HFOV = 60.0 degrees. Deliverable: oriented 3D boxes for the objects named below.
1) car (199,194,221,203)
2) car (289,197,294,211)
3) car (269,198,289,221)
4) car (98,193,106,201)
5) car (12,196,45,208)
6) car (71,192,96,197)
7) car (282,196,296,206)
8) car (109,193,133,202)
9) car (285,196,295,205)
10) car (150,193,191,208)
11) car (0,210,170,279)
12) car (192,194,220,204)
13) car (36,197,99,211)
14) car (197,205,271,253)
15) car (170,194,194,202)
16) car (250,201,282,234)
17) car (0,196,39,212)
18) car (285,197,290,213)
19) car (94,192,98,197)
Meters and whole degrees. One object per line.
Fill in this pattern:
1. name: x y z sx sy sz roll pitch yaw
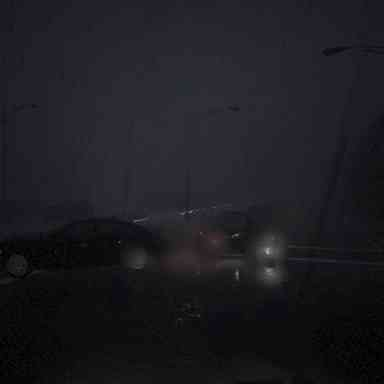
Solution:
1. car: 3.367 1.201 62.977 3.806 1.475 1.970 0 0 18
2. car: 9.764 1.543 36.568 1.994 1.385 4.181 0 0 19
3. car: 5.854 1.474 24.963 2.128 1.511 4.902 0 0 19
4. car: -20.256 1.013 70.938 3.866 1.878 1.905 0 0 18
5. car: -21.725 1.273 44.277 3.633 1.501 1.845 0 0 18
6. car: -18.496 1.248 53.734 4.514 1.523 2.007 0 0 18
7. car: 16.486 1.464 56.536 2.128 1.511 4.902 0 0 19
8. car: -13.848 1.045 65.313 4.605 1.855 1.932 0 0 18
9. car: 11.633 1.482 42.125 1.837 1.490 4.892 0 0 19
10. car: -2.992 1.074 41.781 4.605 1.855 1.932 0 0 18
11. car: -3.161 1.475 9.888 5.008 1.535 1.882 0 0 -16
12. car: 1.626 1.125 56.792 5.027 1.636 2.152 0 0 18
13. car: -9.052 1.356 24.212 3.633 1.501 1.845 0 0 18
14. car: 1.804 1.514 13.906 1.812 1.442 4.674 0 0 24
15. car: -2.145 1.257 68.698 4.514 1.523 2.007 0 0 18
16. car: 3.947 1.490 19.316 1.837 1.490 4.892 0 0 19
17. car: -15.134 1.356 29.404 3.806 1.475 1.970 0 0 18
18. car: 7.728 1.486 30.528 1.837 1.490 4.892 0 0 19
19. car: -21.896 1.298 67.982 3.806 1.475 1.970 0 0 18
